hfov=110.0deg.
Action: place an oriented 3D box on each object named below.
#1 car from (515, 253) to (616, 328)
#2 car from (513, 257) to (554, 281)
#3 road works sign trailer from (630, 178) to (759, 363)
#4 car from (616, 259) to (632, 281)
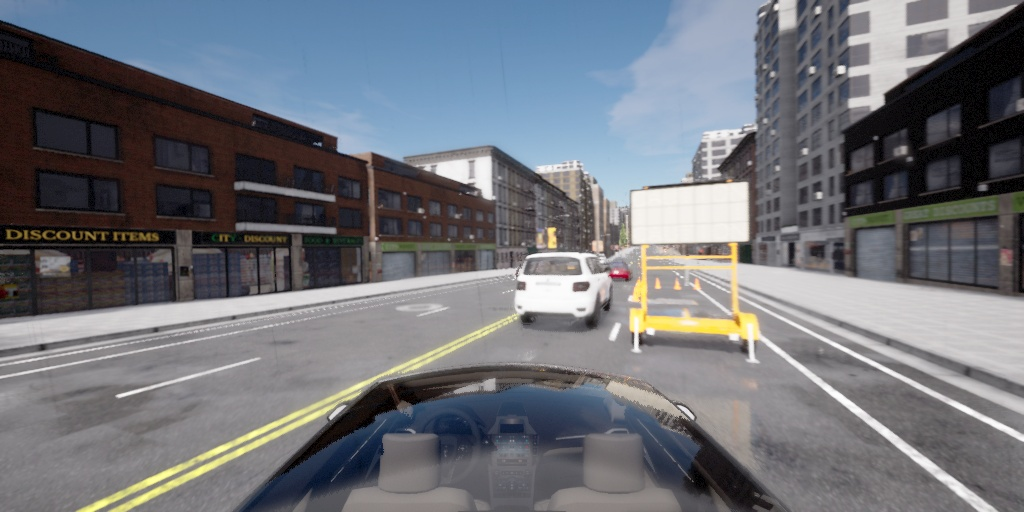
[{"bbox_3d":[1.877,0.923,11.507,2.150,2.045,5.566,-1,0,21],"label":"car"},{"bbox_3d":[1.886,1.026,30.096,2.097,1.767,4.553,-1,0,21],"label":"car"},{"bbox_3d":[4.014,0.139,8.191,2.380,3.560,2.880,0,0,24],"label":"road works sign trailer"},{"bbox_3d":[8.348,1.143,28.232,1.994,1.385,4.181,-1,0,21],"label":"car"}]
